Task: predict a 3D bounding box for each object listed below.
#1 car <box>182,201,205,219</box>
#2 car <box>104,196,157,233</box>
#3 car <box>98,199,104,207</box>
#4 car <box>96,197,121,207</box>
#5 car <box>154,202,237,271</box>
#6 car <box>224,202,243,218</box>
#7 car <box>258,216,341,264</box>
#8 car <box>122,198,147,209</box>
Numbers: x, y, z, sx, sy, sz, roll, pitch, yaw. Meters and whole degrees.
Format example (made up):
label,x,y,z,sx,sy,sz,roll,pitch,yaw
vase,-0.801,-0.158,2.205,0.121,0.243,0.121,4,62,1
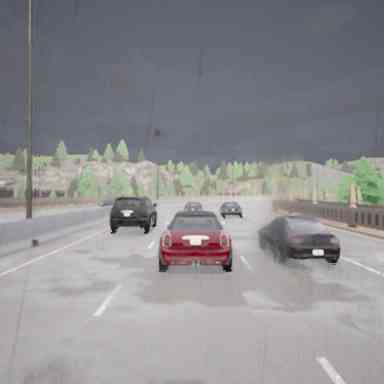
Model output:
label,x,y,z,sx,sy,sz,roll,pitch,yaw
car,0.182,1.638,31.643,2.033,1.411,5.357,0,0,2
car,-3.399,1.280,20.094,2.150,2.045,5.566,0,0,0
car,-11.954,1.719,49.988,1.994,1.385,4.181,0,0,11
car,-14.062,1.676,56.470,2.128,1.511,4.902,0,0,14
car,0.100,1.385,11.167,2.097,1.767,4.553,0,0,0
car,3.687,1.637,31.602,2.033,1.411,5.357,0,0,2
car,3.601,1.560,11.789,1.812,1.442,4.674,0,0,0
car,-8.494,1.695,49.702,2.033,1.411,5.357,0,0,11
